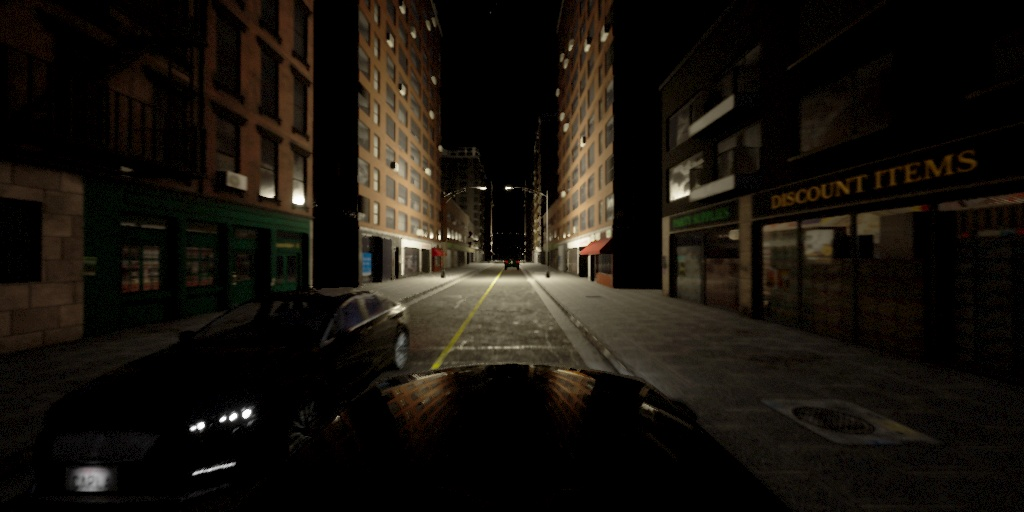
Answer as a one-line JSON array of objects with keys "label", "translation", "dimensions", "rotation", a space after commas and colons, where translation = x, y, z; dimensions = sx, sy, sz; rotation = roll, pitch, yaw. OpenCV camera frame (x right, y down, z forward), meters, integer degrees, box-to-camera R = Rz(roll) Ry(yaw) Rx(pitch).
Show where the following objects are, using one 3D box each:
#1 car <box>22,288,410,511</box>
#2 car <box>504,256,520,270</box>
[{"label": "car", "translation": [-2.829, 1.242, 4.871], "dimensions": [2.128, 1.511, 4.902], "rotation": [0, 0, 0]}, {"label": "car", "translation": [-0.004, 0.984, 51.607], "dimensions": [2.150, 2.045, 5.566], "rotation": [0, 0, 0]}]
